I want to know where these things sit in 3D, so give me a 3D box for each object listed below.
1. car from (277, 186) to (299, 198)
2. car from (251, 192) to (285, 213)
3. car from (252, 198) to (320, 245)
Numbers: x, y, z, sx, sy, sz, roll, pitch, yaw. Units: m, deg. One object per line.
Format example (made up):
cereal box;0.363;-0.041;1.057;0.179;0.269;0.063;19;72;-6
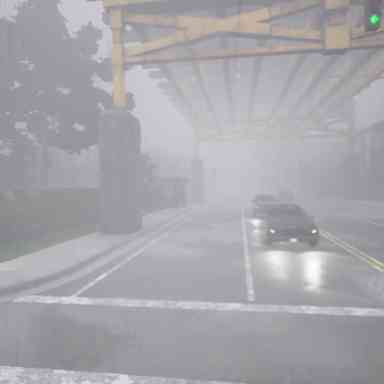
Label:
car;11.411;0.401;41.271;2.128;1.511;4.902;-1;1;8
car;5.216;0.912;23.815;1.812;1.442;4.674;-1;1;8
car;3.783;1.177;13.817;2.033;1.411;5.357;-1;1;8
